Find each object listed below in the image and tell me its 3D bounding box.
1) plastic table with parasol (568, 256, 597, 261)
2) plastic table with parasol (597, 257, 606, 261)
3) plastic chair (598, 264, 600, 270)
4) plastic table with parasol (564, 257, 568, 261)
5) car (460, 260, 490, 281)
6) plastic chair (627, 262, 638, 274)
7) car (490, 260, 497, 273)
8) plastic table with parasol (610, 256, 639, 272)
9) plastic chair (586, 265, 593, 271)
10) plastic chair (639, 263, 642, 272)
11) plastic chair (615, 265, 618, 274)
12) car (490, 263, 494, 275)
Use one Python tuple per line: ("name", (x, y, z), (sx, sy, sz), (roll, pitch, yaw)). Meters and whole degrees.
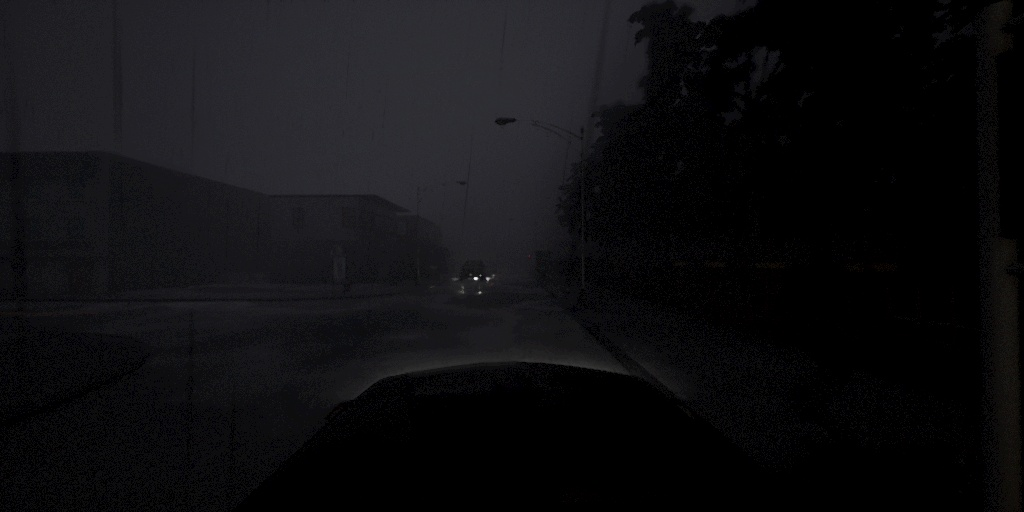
("plastic table with parasol", (10.443, 1.291, 53.331), (2.482, 2.480, 2.482), (0, 0, -40))
("plastic table with parasol", (15.189, 1.333, 58.764), (2.482, 2.480, 2.482), (0, 0, -41))
("plastic chair", (14.229, 1.956, 57.885), (0.730, 1.272, 0.750), (0, 0, -34))
("plastic table with parasol", (11.228, 1.413, 61.765), (2.482, 2.480, 2.482), (0, 0, -39))
("car", (-3.787, 1.401, 35.774), (2.150, 2.045, 5.566), (0, -1, 0))
("plastic chair", (16.463, 1.839, 49.541), (0.750, 1.272, 0.730), (0, 0, -39))
("car", (-3.580, 1.652, 56.141), (2.150, 2.045, 5.566), (0, -1, 1))
("plastic table with parasol", (15.739, 1.252, 50.546), (2.482, 2.480, 2.482), (0, 0, -39))
("plastic chair", (11.167, 1.902, 52.328), (0.750, 1.272, 0.730), (0, 0, -39))
("plastic chair", (19.122, 1.751, 53.967), (0.750, 1.272, 0.730), (0, 0, -39))
("plastic chair", (14.757, 1.855, 49.653), (0.730, 1.272, 0.750), (0, 0, -34))
("car", (-3.690, 1.906, 45.945), (1.895, 1.301, 4.718), (0, -1, 0))
